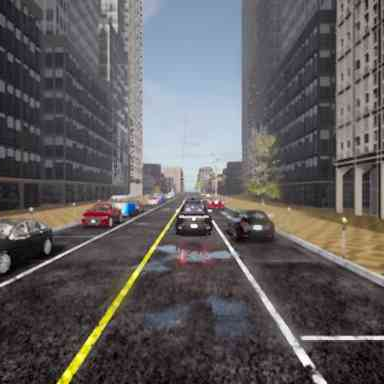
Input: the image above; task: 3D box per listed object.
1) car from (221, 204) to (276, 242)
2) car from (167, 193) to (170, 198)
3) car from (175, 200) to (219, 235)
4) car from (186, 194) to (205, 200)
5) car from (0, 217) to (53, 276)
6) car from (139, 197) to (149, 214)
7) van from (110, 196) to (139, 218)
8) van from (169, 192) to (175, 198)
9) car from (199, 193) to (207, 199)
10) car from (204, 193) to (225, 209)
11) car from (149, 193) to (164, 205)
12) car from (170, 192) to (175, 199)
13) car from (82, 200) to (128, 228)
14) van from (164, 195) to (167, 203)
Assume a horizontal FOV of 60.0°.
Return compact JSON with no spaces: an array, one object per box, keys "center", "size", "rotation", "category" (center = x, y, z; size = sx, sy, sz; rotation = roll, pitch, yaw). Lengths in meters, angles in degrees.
[{"center":[2.694,1.480,15.701],"size":[1.947,1.339,4.313],"rotation":[0,0,0],"category":"car"},{"center":[-5.687,1.214,61.251],"size":[1.947,1.339,4.313],"rotation":[0,0,0],"category":"car"},{"center":[0.100,1.391,18.189],"size":[2.128,1.511,4.902],"rotation":[0,0,0],"category":"car"},{"center":[0.101,1.302,36.234],"size":[1.837,1.490,4.892],"rotation":[0,0,0],"category":"car"},{"center":[-5.687,1.495,10.022],"size":[2.008,1.369,4.403],"rotation":[0,0,0],"category":"car"},{"center":[-5.687,1.399,32.791],"size":[1.802,1.307,4.206],"rotation":[0,0,0],"category":"car"},{"center":[-5.686,1.191,27.097],"size":[1.690,1.788,3.998],"rotation":[0,0,0],"category":"van"},{"center":[-5.686,0.780,95.402],"size":[1.690,1.788,3.998],"rotation":[0,0,0],"category":"van"},{"center":[2.694,0.950,84.002],"size":[1.967,1.590,4.097],"rotation":[0,0,0],"category":"car"},{"center":[2.694,1.224,38.467],"size":[1.967,1.590,4.097],"rotation":[0,0,0],"category":"car"},{"center":[-5.687,1.157,49.865],"size":[1.967,1.590,4.097],"rotation":[0,0,0],"category":"car"},{"center":[-5.687,1.036,83.848],"size":[1.752,1.417,4.829],"rotation":[0,0,0],"category":"car"},{"center":[-5.687,1.426,21.406],"size":[1.887,1.381,4.507],"rotation":[0,0,0],"category":"car"},{"center":[-5.686,1.023,55.558],"size":[1.690,1.788,3.998],"rotation":[0,0,0],"category":"van"}]
